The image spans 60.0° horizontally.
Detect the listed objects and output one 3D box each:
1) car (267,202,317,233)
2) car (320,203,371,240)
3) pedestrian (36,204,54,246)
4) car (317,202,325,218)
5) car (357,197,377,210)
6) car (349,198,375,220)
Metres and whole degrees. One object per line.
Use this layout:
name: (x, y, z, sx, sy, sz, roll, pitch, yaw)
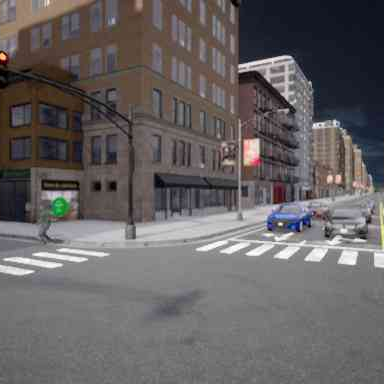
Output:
car: (6.033, 1.478, 20.235, 1.882, 1.535, 5.008, 0, 0, 29)
car: (8.088, 1.524, 17.273, 1.812, 1.442, 4.674, 0, 0, 29)
pedestrian: (-6.176, 1.323, 13.938, 0.375, 1.860, 0.375, 0, 0, 30)
car: (10.420, 1.560, 28.050, 1.994, 1.385, 4.181, 0, 0, 29)
car: (22.669, 1.475, 43.076, 2.128, 1.511, 4.902, 0, 0, 30)
car: (12.624, 1.499, 25.337, 1.837, 1.490, 4.892, 0, 0, 29)
